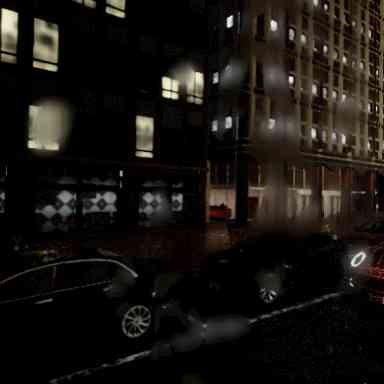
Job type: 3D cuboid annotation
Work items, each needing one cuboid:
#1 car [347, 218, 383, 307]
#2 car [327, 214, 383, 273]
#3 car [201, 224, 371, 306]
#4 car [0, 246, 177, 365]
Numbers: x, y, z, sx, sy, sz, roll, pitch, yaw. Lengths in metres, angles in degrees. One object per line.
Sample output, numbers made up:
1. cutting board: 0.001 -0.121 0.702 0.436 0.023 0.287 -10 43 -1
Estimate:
1. car: 5.356 1.374 7.190 4.553 1.767 2.097 0 0 -35
2. car: 6.776 1.577 11.365 4.507 1.381 1.887 0 1 -35
3. car: 2.234 1.583 8.131 4.313 1.339 1.947 0 1 -35
4. car: -2.306 1.554 4.896 4.403 1.369 2.008 0 1 -35
